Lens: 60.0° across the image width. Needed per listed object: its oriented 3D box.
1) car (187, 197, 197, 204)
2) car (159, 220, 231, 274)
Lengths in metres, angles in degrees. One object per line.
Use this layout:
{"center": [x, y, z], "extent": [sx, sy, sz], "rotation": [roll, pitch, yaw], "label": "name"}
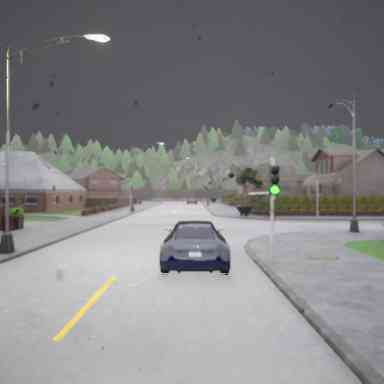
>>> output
{"center": [-0.002, 1.664, 64.244], "extent": [1.994, 1.385, 4.181], "rotation": [0, 0, 0], "label": "car"}
{"center": [0.084, 1.580, 10.558], "extent": [1.994, 1.385, 4.181], "rotation": [0, 0, 0], "label": "car"}
